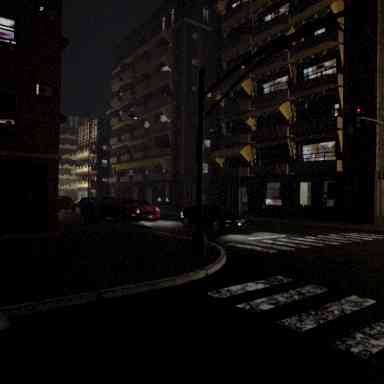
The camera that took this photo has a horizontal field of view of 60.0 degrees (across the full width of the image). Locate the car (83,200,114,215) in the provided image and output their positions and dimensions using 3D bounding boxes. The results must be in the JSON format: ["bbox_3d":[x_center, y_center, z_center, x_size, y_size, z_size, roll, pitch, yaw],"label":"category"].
[{"bbox_3d":[-10.256,1.650,36.351,1.994,1.385,4.181,1,-1,-35],"label":"car"}]

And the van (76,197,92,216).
[{"bbox_3d":[-8.774,1.354,29.980,1.690,1.788,3.998,1,-1,-35],"label":"van"}]

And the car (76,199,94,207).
[{"bbox_3d":[-18.448,1.867,57.286,1.802,1.307,4.206,1,-1,-35],"label":"car"}]

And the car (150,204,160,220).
[{"bbox_3d":[-4.549,1.404,28.285,2.097,1.767,4.553,1,-1,-35],"label":"car"}]

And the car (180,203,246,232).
[{"bbox_3d":[1.179,1.527,20.239,1.837,1.490,4.892,1,-1,-36],"label":"car"}]

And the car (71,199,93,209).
[{"bbox_3d":[-16.738,1.771,50.608,1.994,1.385,4.181,1,-1,-35],"label":"car"}]

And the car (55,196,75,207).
[{"bbox_3d":[-22.458,1.599,58.707,2.097,1.767,4.553,1,-1,-36],"label":"car"}]

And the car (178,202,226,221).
[{"bbox_3d":[0.777,1.686,30.118,1.752,1.417,4.829,1,-1,-35],"label":"car"}]

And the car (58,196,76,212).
[{"bbox_3d":[-15.214,1.368,39.083,2.192,1.841,5.009,1,-1,-35],"label":"car"}]

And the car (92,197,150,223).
[{"bbox_3d":[-5.552,1.310,25.429,2.192,1.841,5.009,1,-1,-35],"label":"car"}]
